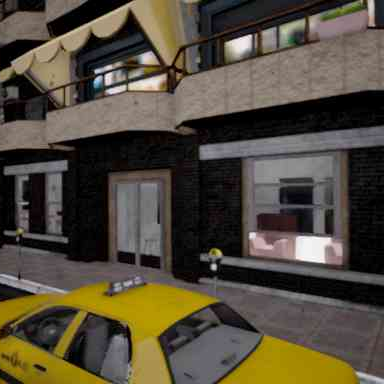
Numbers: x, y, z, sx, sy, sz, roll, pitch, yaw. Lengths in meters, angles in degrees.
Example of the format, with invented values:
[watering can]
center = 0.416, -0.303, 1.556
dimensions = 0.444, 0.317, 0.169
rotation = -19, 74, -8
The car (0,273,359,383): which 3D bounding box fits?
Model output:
[car]
center = -0.878, 1.550, 3.500
dimensions = 4.829, 1.417, 1.752
rotation = -1, 0, 35
